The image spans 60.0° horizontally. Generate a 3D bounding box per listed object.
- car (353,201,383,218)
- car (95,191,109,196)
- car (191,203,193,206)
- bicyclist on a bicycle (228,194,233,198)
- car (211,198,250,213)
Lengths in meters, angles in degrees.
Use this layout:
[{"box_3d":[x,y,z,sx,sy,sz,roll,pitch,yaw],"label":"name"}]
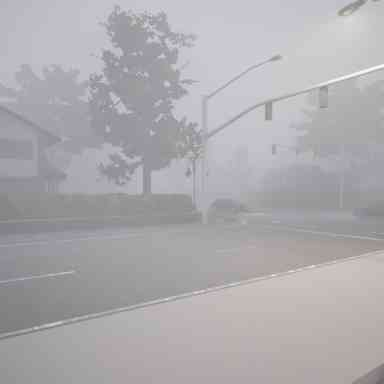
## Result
[{"box_3d":[15.313,1.462,26.581,1.812,1.442,4.674,0,0,-35],"label":"car"},{"box_3d":[-20.443,0.855,75.209,2.150,2.045,5.566,0,0,-36],"label":"car"},{"box_3d":[-1.823,1.241,43.779,2.097,1.767,4.553,0,0,-36],"label":"car"},{"box_3d":[5.860,1.176,51.028,1.656,1.620,0.582,0,0,-36],"label":"bicyclist on a bicycle"},{"box_3d":[4.081,1.416,35.739,1.837,1.490,4.892,0,0,-36],"label":"car"}]
